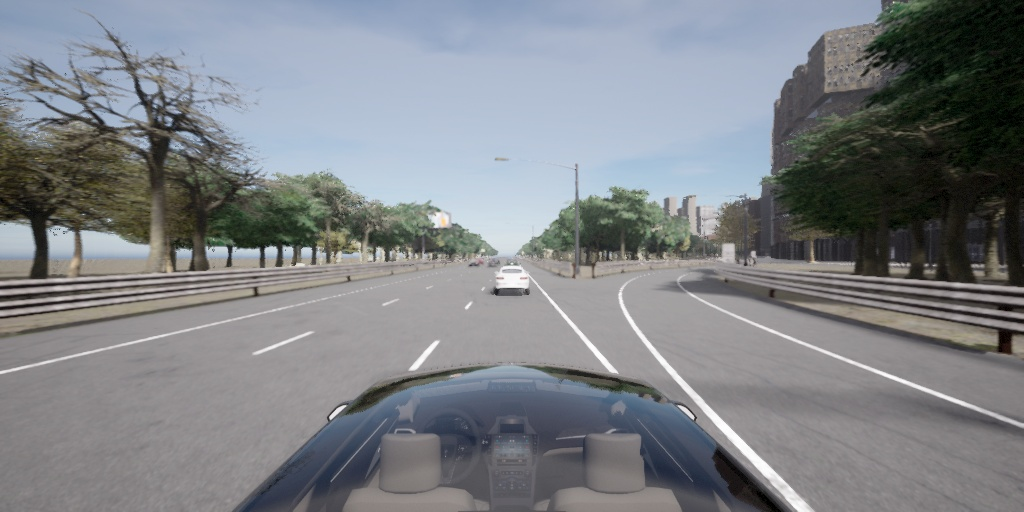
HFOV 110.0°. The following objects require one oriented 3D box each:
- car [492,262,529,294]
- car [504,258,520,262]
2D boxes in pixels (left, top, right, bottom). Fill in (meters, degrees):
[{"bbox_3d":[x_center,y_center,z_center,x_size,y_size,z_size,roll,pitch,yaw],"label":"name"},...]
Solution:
[{"bbox_3d":[-0.001,1.276,20.377,1.812,1.442,4.674,0,0,0],"label":"car"},{"bbox_3d":[-0.008,1.131,50.688,2.097,1.767,4.553,0,0,0],"label":"car"}]
